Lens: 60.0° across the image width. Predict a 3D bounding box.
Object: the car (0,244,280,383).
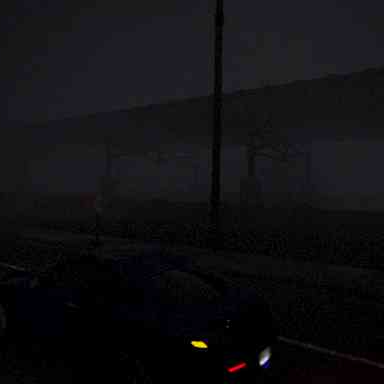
[{"bbox_3d":[-1.114,1.509,4.780,4.674,1.442,1.812,0,0,36],"label":"car"}]
